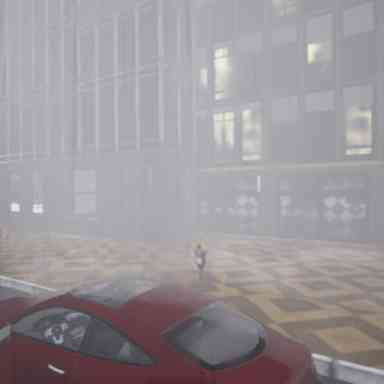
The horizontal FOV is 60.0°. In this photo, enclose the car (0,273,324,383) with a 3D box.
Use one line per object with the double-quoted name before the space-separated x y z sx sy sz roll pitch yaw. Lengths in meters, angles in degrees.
"car" -0.868 1.553 3.432 4.206 1.307 1.802 0 1 32
